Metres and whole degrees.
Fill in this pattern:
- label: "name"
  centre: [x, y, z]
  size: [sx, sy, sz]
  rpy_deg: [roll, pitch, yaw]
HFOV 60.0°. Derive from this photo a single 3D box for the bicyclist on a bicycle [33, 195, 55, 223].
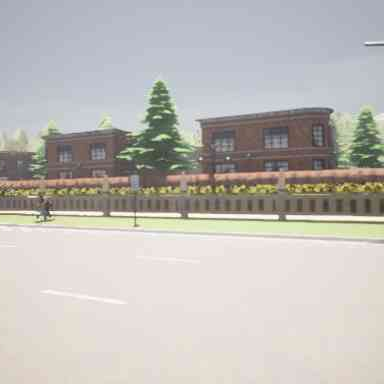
- label: "bicyclist on a bicycle"
  centre: [-8.767, 0.975, 19.717]
  size: [0.582, 1.620, 1.656]
  rpy_deg: [-1, 2, 24]
